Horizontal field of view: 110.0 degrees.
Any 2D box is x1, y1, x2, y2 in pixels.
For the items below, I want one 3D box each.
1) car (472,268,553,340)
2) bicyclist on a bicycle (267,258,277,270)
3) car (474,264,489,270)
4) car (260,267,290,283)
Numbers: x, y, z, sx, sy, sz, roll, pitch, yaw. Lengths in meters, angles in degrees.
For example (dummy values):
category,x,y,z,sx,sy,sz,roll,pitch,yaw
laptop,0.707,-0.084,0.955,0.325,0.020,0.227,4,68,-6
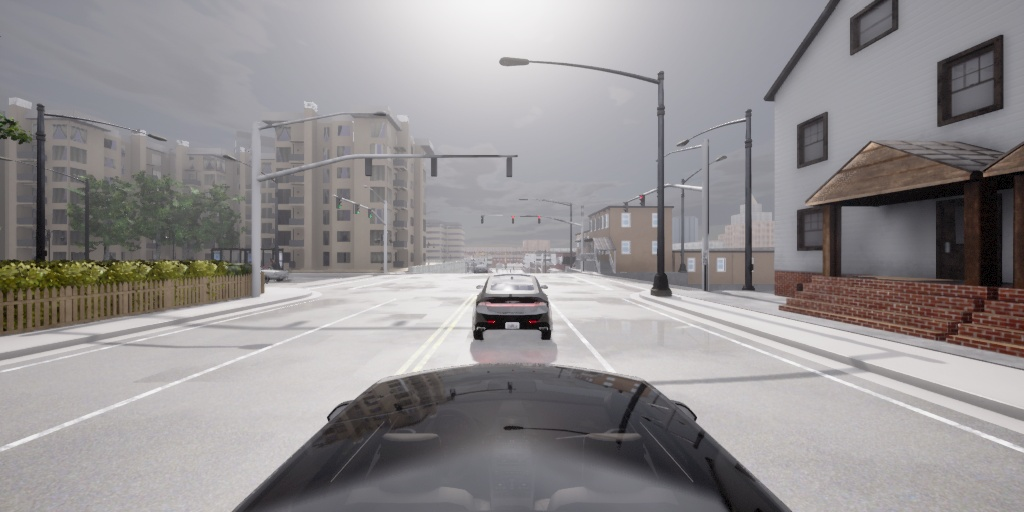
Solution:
category,x,y,z,sx,sy,sz,roll,pitch,yaw
car,0.002,1.242,9.927,2.128,1.511,4.902,0,0,0
bicyclist on a bicycle,-25.605,1.053,38.225,0.582,1.620,1.656,0,0,0
car,-3.981,1.774,47.319,1.812,1.442,4.674,0,-4,0
car,-19.687,1.351,27.208,4.718,1.301,1.895,0,0,0
